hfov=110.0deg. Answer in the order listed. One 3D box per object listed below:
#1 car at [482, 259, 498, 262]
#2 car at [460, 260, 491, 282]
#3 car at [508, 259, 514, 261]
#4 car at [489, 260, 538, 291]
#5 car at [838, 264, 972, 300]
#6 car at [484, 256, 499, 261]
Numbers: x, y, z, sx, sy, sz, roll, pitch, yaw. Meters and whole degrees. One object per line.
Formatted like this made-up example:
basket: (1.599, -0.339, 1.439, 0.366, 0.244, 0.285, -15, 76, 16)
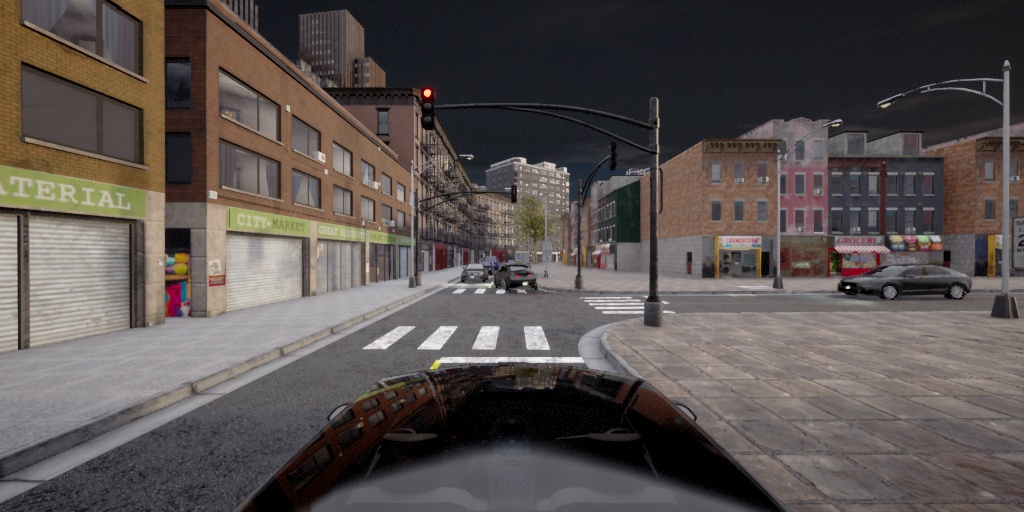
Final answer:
car: (-2.943, 1.312, 39.106, 2.033, 1.411, 5.357, 0, 0, 0)
car: (-2.908, 1.282, 28.673, 1.812, 1.442, 4.674, 0, 0, 0)
car: (-0.018, 1.340, 50.219, 1.994, 1.385, 4.181, 0, 0, 0)
car: (0.142, 1.260, 21.895, 1.837, 1.490, 4.892, -4, 1, -14)
car: (17.644, 1.147, 16.241, 4.892, 1.490, 1.837, -1, 0, 0)
car: (-2.948, 0.998, 49.726, 2.150, 2.045, 5.566, 0, 0, 1)
